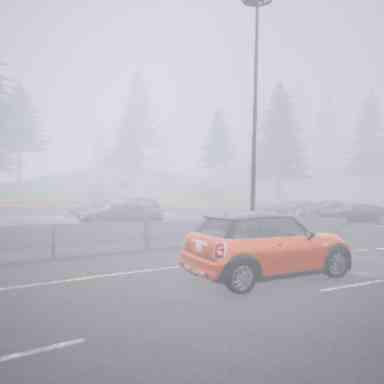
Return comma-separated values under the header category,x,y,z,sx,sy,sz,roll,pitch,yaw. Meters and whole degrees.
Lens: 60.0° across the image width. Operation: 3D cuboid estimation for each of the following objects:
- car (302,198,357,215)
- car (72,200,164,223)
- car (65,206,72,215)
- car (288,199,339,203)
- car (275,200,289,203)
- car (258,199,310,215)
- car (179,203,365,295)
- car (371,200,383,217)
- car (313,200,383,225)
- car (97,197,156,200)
category,x,y,z,sx,sy,sz,roll,pitch,yaw
car,14.204,1.462,34.488,5.008,1.535,1.882,0,0,-8
car,-4.553,1.399,21.332,5.357,1.411,2.033,1,0,-27
car,-7.664,1.322,27.774,5.357,1.411,2.033,1,0,-27
car,10.757,1.514,26.815,4.902,1.511,2.128,1,0,-12
car,10.026,1.487,30.237,5.008,1.535,1.882,1,0,-12
car,9.272,1.529,33.667,4.674,1.442,1.812,1,0,-12
car,2.041,1.322,8.753,4.553,1.767,2.097,0,0,-28
car,20.058,1.516,31.759,4.902,1.511,2.128,0,0,-7
car,11.488,1.525,23.392,5.008,1.535,1.882,1,0,-12
car,-4.553,1.184,25.315,4.553,1.767,2.097,1,0,-25
